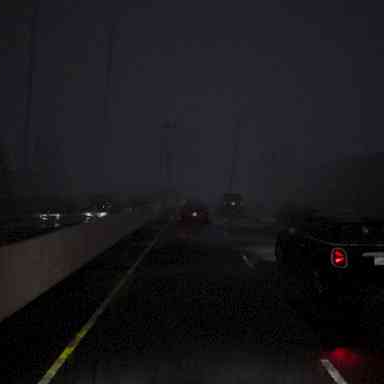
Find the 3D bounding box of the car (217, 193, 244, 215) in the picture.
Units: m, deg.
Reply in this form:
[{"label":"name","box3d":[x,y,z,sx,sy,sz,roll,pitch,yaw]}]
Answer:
[{"label":"car","box3d":[3.712,1.157,32.512,2.150,2.045,5.566,0,0,0]}]

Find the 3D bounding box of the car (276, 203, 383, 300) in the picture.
[{"label":"car","box3d":[3.638,1.337,8.502,2.097,1.767,4.553,0,0,0]}]

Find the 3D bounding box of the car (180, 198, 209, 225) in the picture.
[{"label":"car","box3d":[0.180,1.455,23.767,2.163,1.488,4.792,0,0,0]}]
